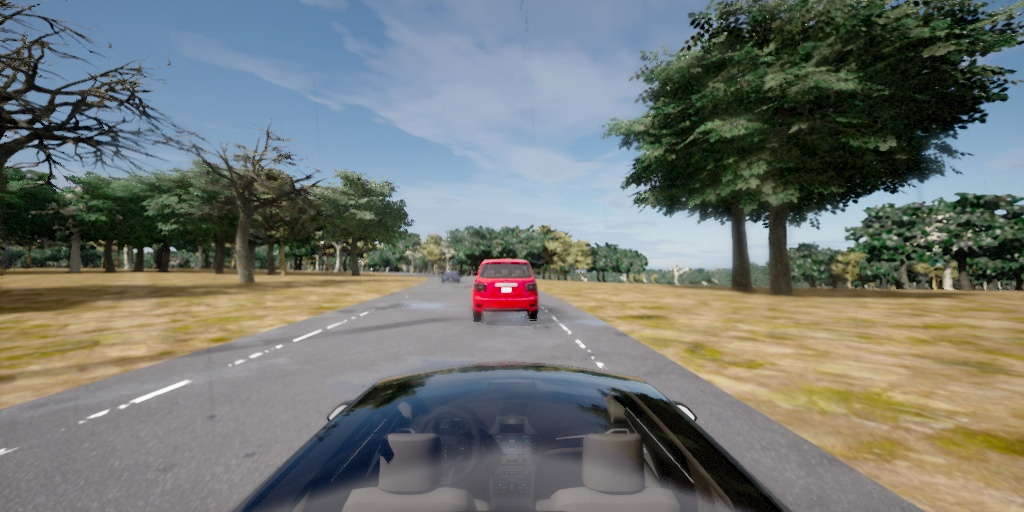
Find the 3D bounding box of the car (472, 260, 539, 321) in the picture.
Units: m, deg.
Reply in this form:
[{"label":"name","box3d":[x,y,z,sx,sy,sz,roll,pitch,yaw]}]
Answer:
[{"label":"car","box3d":[-0.297,1.162,13.494,2.150,2.045,5.566,0,-1,-3]}]

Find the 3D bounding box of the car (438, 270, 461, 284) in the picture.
[{"label":"car","box3d":[-6.633,2.273,38.943,1.994,1.385,4.181,0,-2,-9]}]
